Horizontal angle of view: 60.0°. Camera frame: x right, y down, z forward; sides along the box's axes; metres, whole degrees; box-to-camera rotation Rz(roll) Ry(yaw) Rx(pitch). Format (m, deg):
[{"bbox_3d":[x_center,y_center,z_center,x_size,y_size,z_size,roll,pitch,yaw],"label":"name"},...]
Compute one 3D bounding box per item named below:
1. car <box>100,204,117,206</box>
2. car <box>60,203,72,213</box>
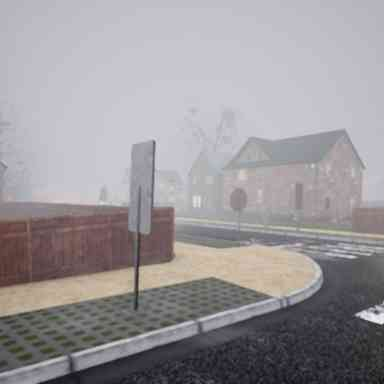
[{"bbox_3d":[-7.410,1.837,29.600,2.128,1.511,4.902,3,-2,-34],"label":"car"},{"bbox_3d":[-18.294,2.267,47.731,1.895,1.301,4.718,3,-2,-28],"label":"car"}]
